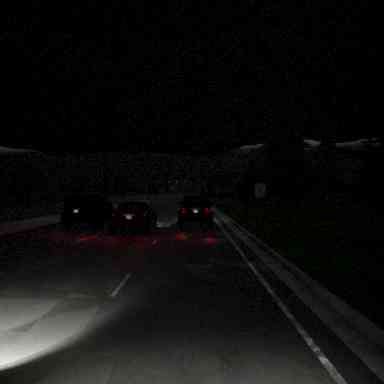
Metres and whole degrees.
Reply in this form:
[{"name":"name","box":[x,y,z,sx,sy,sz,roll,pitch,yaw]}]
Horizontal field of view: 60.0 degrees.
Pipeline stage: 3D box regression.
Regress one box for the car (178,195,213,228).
[{"name":"car","box":[0.237,1.227,22.203,2.150,2.045,5.566,0,0,0]}]

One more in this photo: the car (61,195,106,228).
[{"name":"car","box":[-6.764,1.216,22.113,2.150,2.045,5.566,0,0,0]}]

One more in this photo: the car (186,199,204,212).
[{"name":"car","box":[0.344,1.572,39.683,1.994,1.385,4.181,0,0,0]}]

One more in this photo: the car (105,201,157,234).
[{"name":"car","box":[-3.279,1.351,19.431,2.097,1.767,4.553,0,0,0]}]
